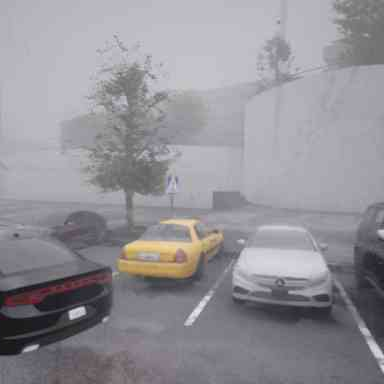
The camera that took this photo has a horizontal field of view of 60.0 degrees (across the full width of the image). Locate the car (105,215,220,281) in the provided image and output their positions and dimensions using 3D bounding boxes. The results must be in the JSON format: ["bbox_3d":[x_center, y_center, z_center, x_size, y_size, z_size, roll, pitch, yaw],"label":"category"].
[{"bbox_3d":[-0.273,1.451,9.890,1.946,1.575,5.366,0,-1,16],"label":"car"}]

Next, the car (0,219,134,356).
[{"bbox_3d":[-3.556,1.413,5.915,5.008,1.535,1.882,2,1,35],"label":"car"}]

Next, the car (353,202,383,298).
[{"bbox_3d":[4.575,1.241,6.193,2.435,2.045,5.566,1,0,16],"label":"car"}]

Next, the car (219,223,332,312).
[{"bbox_3d":[2.131,1.512,7.969,2.002,1.452,4.674,1,0,15],"label":"car"}]

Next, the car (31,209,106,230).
[{"bbox_3d":[-5.211,1.432,13.169,2.163,1.488,4.792,1,0,15],"label":"car"}]
